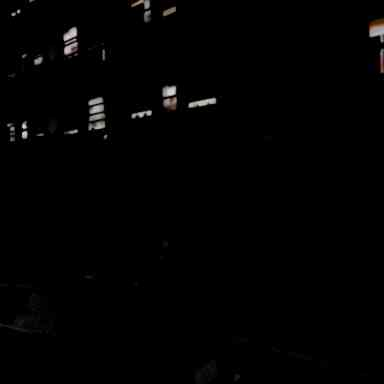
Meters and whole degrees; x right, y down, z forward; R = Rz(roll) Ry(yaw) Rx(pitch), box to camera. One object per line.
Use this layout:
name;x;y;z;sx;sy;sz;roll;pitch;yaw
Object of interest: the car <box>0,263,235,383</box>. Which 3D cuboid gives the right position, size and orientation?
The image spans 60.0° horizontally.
car;-1.570;1.559;4.002;4.313;1.339;1.947;0;0;36
